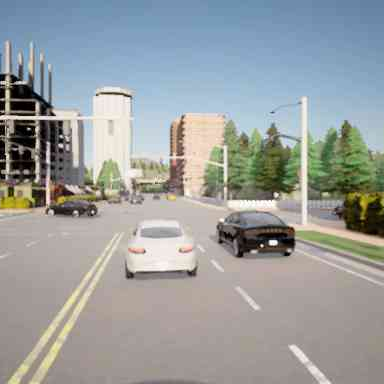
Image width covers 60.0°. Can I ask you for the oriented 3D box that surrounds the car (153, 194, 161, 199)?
[{"bbox_3d":[-9.338,1.139,87.782,1.994,1.385,4.181,0,0,-6],"label":"car"}]

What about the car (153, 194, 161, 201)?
[{"bbox_3d":[-8.421,1.301,79.238,2.128,1.511,4.902,0,0,-6],"label":"car"}]

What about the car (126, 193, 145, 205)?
[{"bbox_3d":[-9.617,1.344,57.082,2.128,1.511,4.902,0,0,-6],"label":"car"}]

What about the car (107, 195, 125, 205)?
[{"bbox_3d":[-13.058,1.411,56.382,2.033,1.411,5.357,0,0,-6],"label":"car"}]

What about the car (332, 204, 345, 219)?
[{"bbox_3d":[13.163,1.414,25.560,4.674,1.442,1.812,0,0,-4],"label":"car"}]

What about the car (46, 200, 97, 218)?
[{"bbox_3d":[-10.516,1.444,28.975,4.892,1.490,1.837,0,-2,26],"label":"car"}]

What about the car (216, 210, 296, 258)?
[{"bbox_3d":[2.213,1.433,12.772,1.882,1.535,5.008,0,0,-7],"label":"car"}]

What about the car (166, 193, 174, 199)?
[{"bbox_3d":[-5.858,1.054,88.155,1.882,1.535,5.008,0,0,-6],"label":"car"}]

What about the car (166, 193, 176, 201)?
[{"bbox_3d":[-4.836,1.246,78.637,1.882,1.535,5.008,0,0,-6],"label":"car"}]

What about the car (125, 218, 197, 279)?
[{"bbox_3d":[-0.954,1.498,9.921,1.812,1.442,4.674,0,0,-7],"label":"car"}]
